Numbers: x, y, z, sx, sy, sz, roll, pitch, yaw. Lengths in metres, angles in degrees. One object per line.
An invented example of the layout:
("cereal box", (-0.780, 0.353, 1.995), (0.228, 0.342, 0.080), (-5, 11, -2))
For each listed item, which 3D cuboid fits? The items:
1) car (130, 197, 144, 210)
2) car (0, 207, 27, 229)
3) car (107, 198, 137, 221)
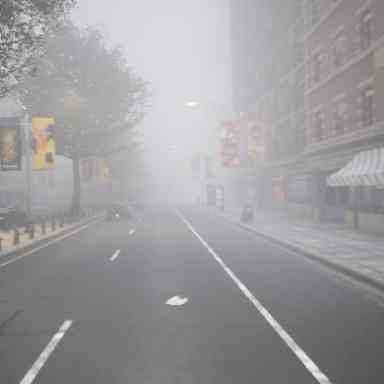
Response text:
("car", (-7.603, 1.443, 44.473), (2.097, 1.767, 4.553), (-2, 0, -5))
("car", (-13.838, 1.837, 24.562), (1.812, 1.442, 4.674), (-2, 0, -5))
("car", (-6.134, 1.598, 28.748), (1.837, 1.490, 4.892), (-2, 1, -5))
